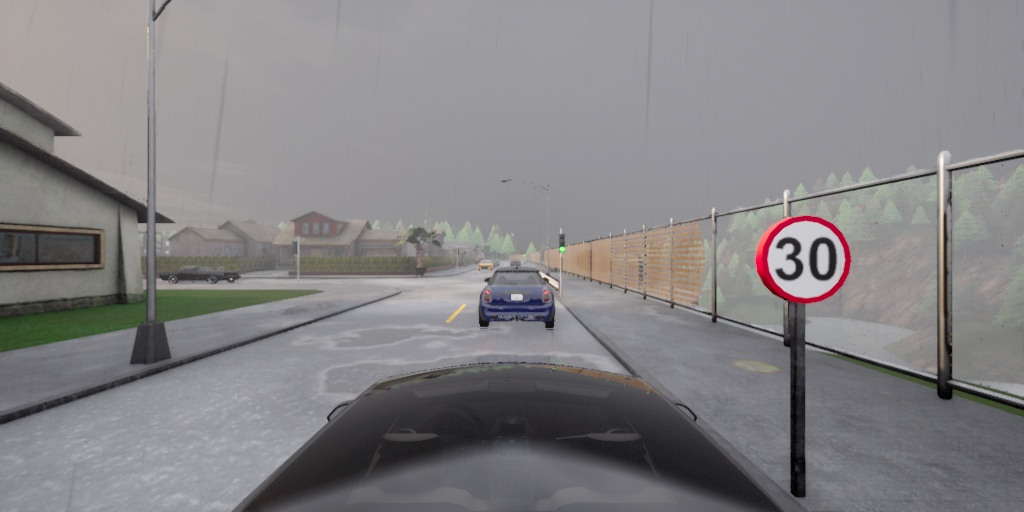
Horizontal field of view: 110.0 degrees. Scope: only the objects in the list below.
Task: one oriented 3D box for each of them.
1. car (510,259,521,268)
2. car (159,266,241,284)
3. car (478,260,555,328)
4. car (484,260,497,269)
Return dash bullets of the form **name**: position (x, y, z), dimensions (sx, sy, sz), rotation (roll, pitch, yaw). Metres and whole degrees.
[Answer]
- **car**: position (0.628, 1.377, 64.518), dimensions (1.837, 1.490, 4.892), rotation (0, 0, 0)
- **car**: position (-23.010, 1.398, 26.602), dimensions (4.718, 1.301, 1.895), rotation (0, 0, 1)
- **car**: position (0.154, 1.120, 11.579), dimensions (2.097, 1.767, 4.553), rotation (0, 0, 1)
- **car**: position (-3.581, 1.370, 60.589), dimensions (1.837, 1.490, 4.892), rotation (0, 0, 1)
